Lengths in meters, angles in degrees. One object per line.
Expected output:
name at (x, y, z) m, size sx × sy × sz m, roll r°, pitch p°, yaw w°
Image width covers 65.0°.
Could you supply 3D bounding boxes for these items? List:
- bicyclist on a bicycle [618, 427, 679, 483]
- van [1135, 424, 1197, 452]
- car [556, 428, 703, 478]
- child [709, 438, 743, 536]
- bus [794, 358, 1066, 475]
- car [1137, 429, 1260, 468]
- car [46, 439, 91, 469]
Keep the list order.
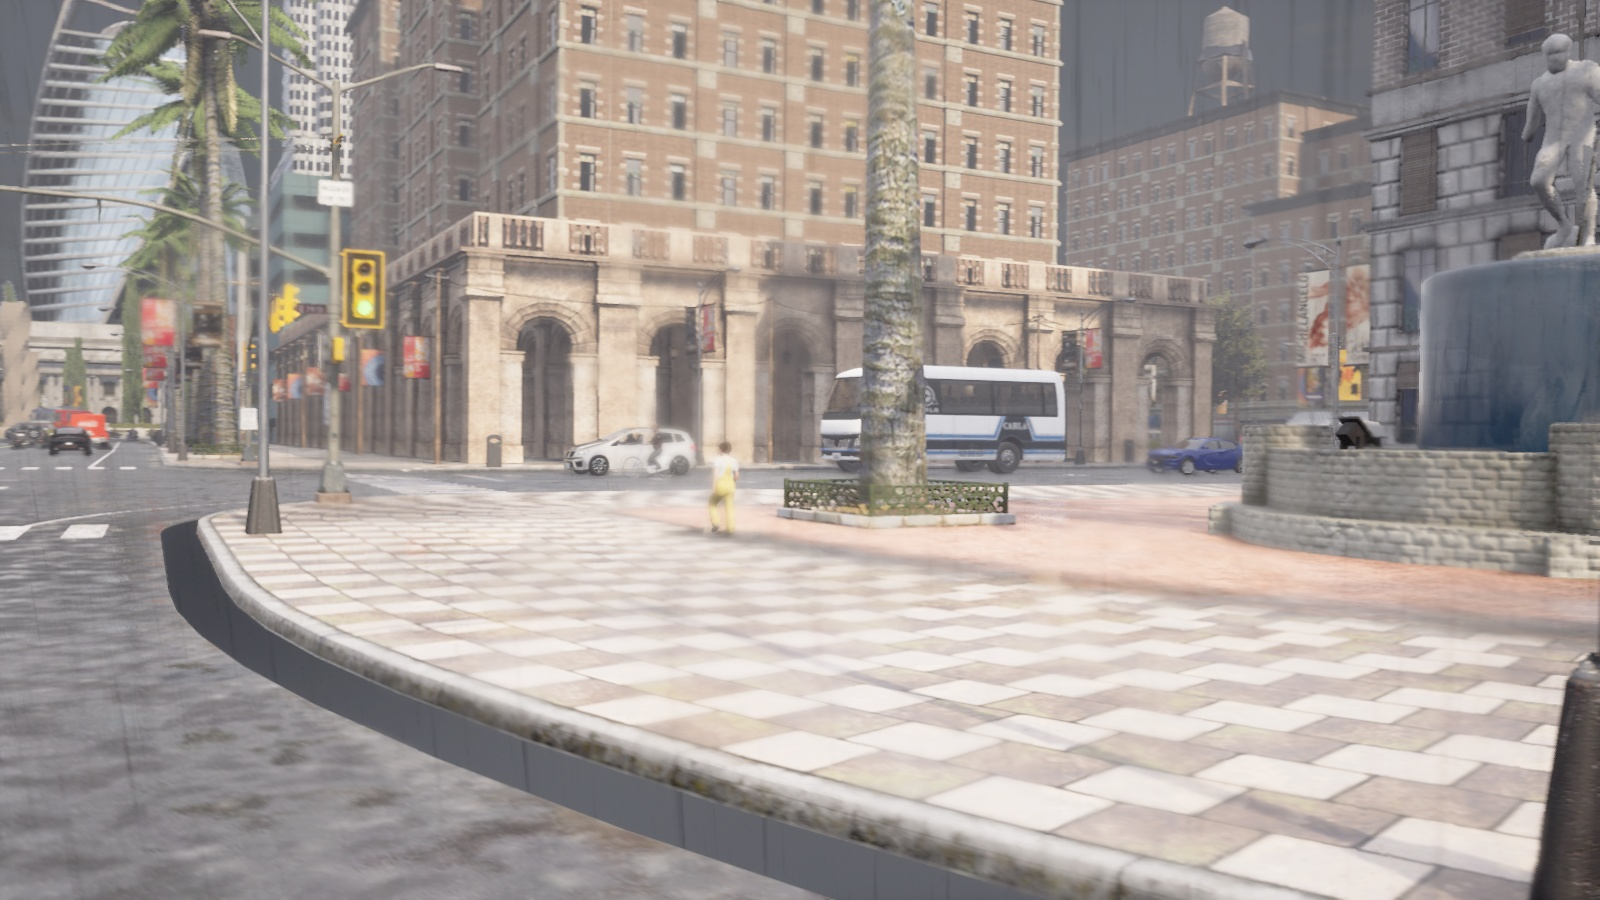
bicyclist on a bicycle at (-4.905, 0.138, 40.698) m, size 1.843 × 1.776 × 0.659 m, roll -1°, pitch 1°, yaw -28°
van at (27.119, -0.894, 93.188) m, size 1.775 × 1.987 × 4.442 m, roll -1°, pitch 1°, yaw -28°
car at (-5.978, 0.078, 44.085) m, size 4.611 × 1.667 × 2.242 m, roll -1°, pitch 1°, yaw -28°
child at (-0.967, 0.473, 16.427) m, size 0.270 × 1.263 × 0.437 m, roll -1°, pitch 1°, yaw -29°
bus at (5.254, -1.308, 49.994) m, size 10.273 × 4.253 × 3.944 m, roll -1°, pitch 1°, yaw -28°
car at (16.517, -0.071, 51.996) m, size 5.008 × 1.535 × 1.882 m, roll -1°, pitch 1°, yaw -28°
car at (-39.754, 0.188, 68.341) m, size 1.882 × 1.535 × 5.008 m, roll -1°, pitch 1°, yaw -28°
